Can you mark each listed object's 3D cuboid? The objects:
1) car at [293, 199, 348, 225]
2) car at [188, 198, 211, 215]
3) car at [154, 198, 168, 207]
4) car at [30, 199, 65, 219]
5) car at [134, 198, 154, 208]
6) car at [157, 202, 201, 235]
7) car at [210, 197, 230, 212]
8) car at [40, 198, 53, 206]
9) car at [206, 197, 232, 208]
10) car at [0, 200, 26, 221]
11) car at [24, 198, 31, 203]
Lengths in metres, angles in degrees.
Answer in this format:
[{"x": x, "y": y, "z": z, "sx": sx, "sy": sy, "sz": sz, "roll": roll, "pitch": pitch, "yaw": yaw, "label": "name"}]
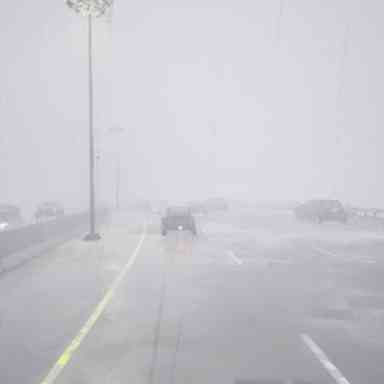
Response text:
[{"x": 9.047, "y": 1.269, "z": 23.851, "sx": 2.097, "sy": 1.767, "sz": 4.553, "roll": -1, "pitch": 0, "yaw": -8, "label": "car"}, {"x": 0.270, "y": 1.586, "z": 34.533, "sx": 1.812, "sy": 1.442, "sz": 4.674, "roll": 0, "pitch": 0, "yaw": -12, "label": "car"}, {"x": -5.326, "y": 1.655, "z": 55.388, "sx": 1.882, "sy": 1.535, "sz": 5.008, "roll": 0, "pitch": 0, "yaw": -20, "label": "car"}, {"x": -13.983, "y": 1.608, "z": 32.808, "sx": 2.097, "sy": 1.767, "sz": 4.553, "roll": -1, "pitch": 0, "yaw": -12, "label": "car"}, {"x": -7.786, "y": 1.697, "z": 51.575, "sx": 2.128, "sy": 1.511, "sz": 4.902, "roll": 0, "pitch": 0, "yaw": -19, "label": "car"}, {"x": -0.886, "y": 1.554, "z": 19.339, "sx": 1.837, "sy": 1.490, "sz": 4.892, "roll": 0, "pitch": 0, "yaw": -7, "label": "car"}, {"x": 2.680, "y": 1.387, "z": 39.465, "sx": 2.097, "sy": 1.767, "sz": 4.553, "roll": -1, "pitch": 0, "yaw": -13, "label": "car"}, {"x": -30.321, "y": 1.995, "z": 69.238, "sx": 2.128, "sy": 1.511, "sz": 4.902, "roll": -1, "pitch": 0, "yaw": -27, "label": "car"}, {"x": 3.941, "y": 1.527, "z": 48.992, "sx": 2.128, "sy": 1.511, "sz": 4.902, "roll": 0, "pitch": 0, "yaw": -17, "label": "car"}, {"x": -16.972, "y": 1.771, "z": 29.945, "sx": 1.882, "sy": 1.535, "sz": 5.008, "roll": -1, "pitch": 0, "yaw": -11, "label": "car"}, {"x": -33.436, "y": 2.016, "z": 67.642, "sx": 1.837, "sy": 1.490, "sz": 4.892, "roll": -1, "pitch": 0, "yaw": -27, "label": "car"}]
